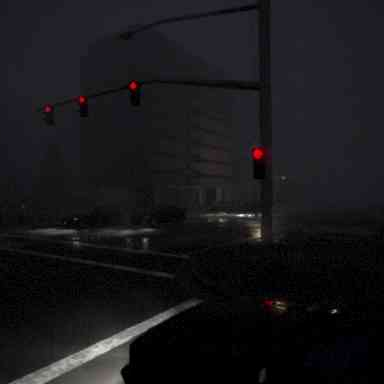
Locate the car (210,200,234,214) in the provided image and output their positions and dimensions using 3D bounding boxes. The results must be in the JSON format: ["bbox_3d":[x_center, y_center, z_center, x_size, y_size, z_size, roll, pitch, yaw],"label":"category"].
[{"bbox_3d":[3.984,1.723,40.154,1.882,1.535,5.008,-1,0,35],"label":"car"}]

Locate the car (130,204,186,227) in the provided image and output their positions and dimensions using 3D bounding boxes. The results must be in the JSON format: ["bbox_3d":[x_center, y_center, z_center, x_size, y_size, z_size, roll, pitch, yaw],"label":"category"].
[{"bbox_3d":[-2.438,1.684,24.847,1.882,1.535,5.008,-1,0,35],"label":"car"}]

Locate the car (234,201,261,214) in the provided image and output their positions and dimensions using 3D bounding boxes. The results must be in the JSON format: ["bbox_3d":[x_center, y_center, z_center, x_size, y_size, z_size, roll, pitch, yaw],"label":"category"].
[{"bbox_3d":[6.987,1.763,38.340,1.994,1.385,4.181,-1,0,35],"label":"car"}]

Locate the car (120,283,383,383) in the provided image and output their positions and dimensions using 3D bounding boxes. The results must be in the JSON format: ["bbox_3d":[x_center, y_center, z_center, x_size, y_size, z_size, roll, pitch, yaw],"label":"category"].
[{"bbox_3d":[1.870,1.544,2.620,5.357,1.411,2.033,-1,-1,35],"label":"car"}]

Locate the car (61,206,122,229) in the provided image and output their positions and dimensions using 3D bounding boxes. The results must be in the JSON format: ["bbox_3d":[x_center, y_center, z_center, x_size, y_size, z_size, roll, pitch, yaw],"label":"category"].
[{"bbox_3d":[-7.148,1.779,24.172,1.812,1.442,4.674,-1,0,36],"label":"car"}]
